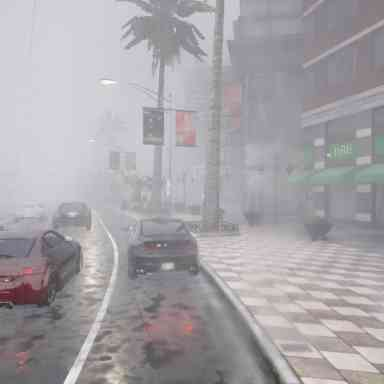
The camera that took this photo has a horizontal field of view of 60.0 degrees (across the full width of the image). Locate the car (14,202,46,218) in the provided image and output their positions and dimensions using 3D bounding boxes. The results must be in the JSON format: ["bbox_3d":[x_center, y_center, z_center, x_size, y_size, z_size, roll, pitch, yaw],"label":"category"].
[{"bbox_3d":[-12.648,1.515,26.140,1.812,1.442,4.674,0,0,-18],"label":"car"}]

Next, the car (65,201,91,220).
[{"bbox_3d":[-9.878,1.555,28.922,1.994,1.385,4.181,0,0,-18],"label":"car"}]

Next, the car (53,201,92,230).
[{"bbox_3d":[-7.437,1.347,20.933,2.097,1.767,4.553,0,0,-17],"label":"car"}]

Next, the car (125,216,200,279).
[{"bbox_3d":[-1.037,1.503,10.202,1.837,1.490,4.892,0,0,-11],"label":"car"}]

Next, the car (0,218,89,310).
[{"bbox_3d":[-3.895,1.561,7.838,1.994,1.385,4.181,0,0,-8],"label":"car"}]
